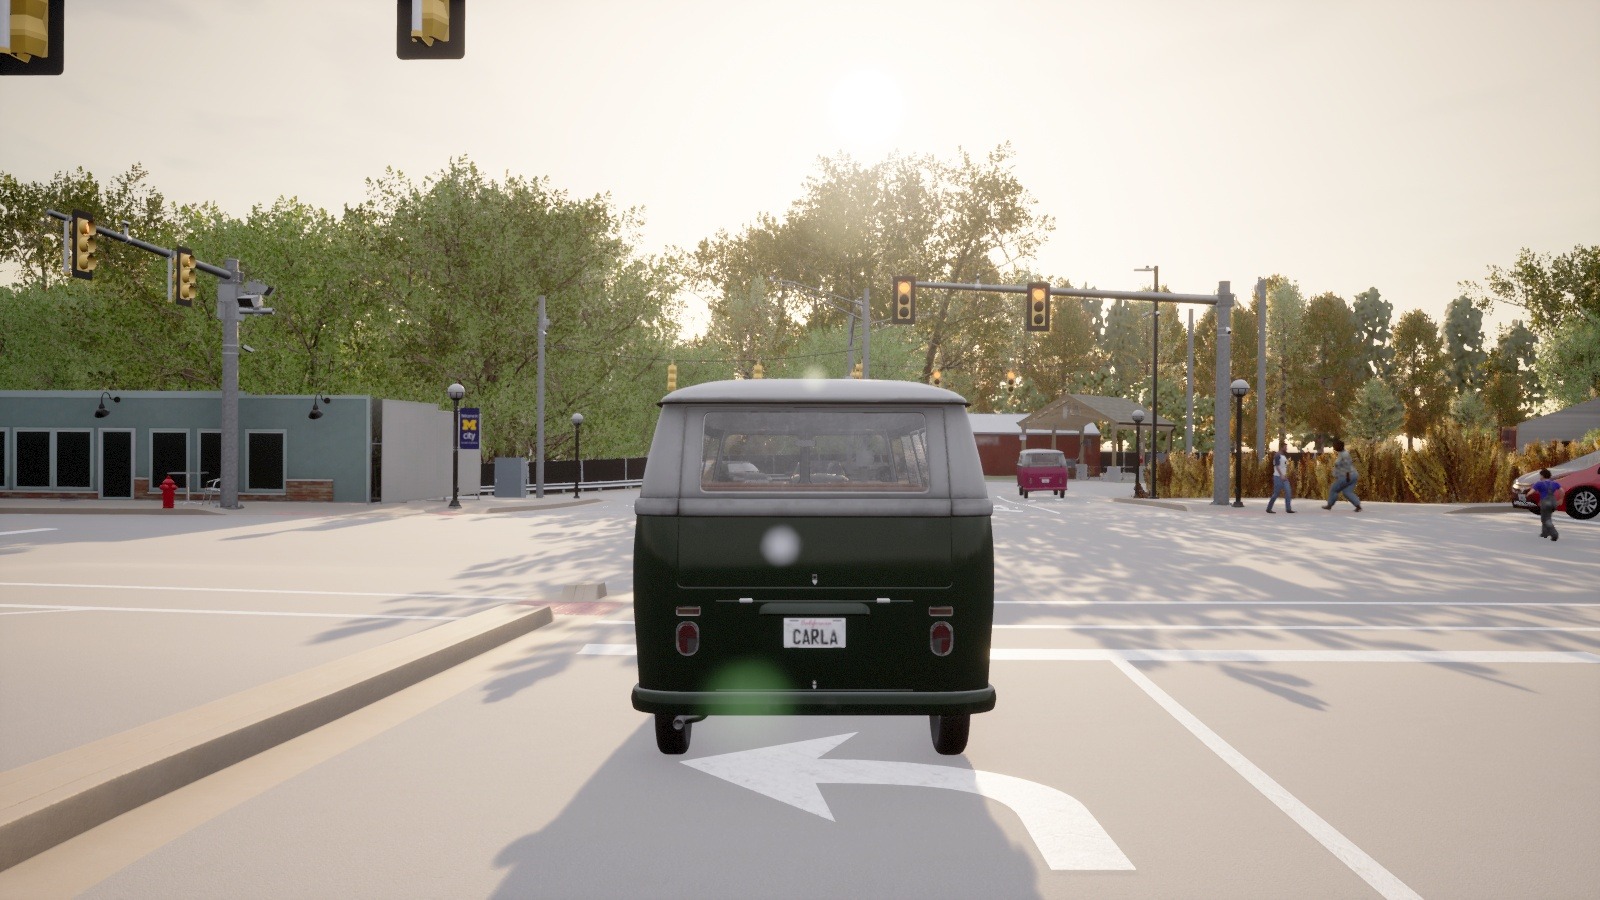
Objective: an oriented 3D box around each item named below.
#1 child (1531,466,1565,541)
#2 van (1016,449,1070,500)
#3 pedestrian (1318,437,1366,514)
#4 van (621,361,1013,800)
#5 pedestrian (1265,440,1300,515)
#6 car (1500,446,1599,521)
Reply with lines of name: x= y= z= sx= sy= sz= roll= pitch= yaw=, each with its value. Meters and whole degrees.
child: x=12.763 y=0.903 z=21.433 sx=0.270 sy=1.263 sz=0.437 roll=1 pitch=0 yaw=-8
van: x=10.010 y=0.969 z=52.072 sx=1.775 sy=1.987 sz=4.442 roll=-1 pitch=0 yaw=6
pedestrian: x=13.313 y=0.621 z=30.861 sx=0.900 sy=1.855 sz=0.874 roll=1 pitch=0 yaw=35
van: x=0.062 y=0.631 z=7.930 sx=1.775 sy=1.987 sz=4.442 roll=0 pitch=-1 yaw=0
pedestrian: x=12.107 y=0.682 z=31.507 sx=0.354 sy=1.836 sz=0.706 roll=1 pitch=0 yaw=-42
car: x=17.983 y=0.673 z=27.175 sx=4.514 sy=1.525 sz=2.007 roll=-1 pitch=0 yaw=4
